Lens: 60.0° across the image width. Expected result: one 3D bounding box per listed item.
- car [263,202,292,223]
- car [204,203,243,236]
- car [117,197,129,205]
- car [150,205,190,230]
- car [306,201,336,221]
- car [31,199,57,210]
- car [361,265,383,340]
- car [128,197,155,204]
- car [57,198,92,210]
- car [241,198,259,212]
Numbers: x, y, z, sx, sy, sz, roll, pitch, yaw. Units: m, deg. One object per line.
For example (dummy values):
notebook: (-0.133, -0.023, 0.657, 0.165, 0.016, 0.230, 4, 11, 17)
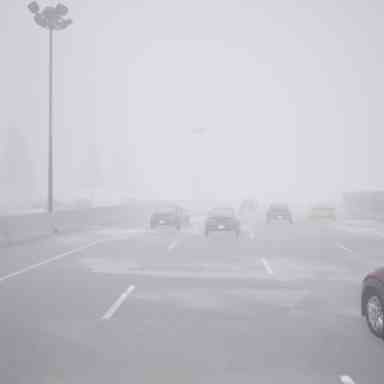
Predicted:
car: (6.637, 1.541, 25.694, 1.837, 1.490, 4.892, 0, 0, 12)
car: (1.775, 1.541, 18.591, 1.812, 1.442, 4.674, 0, 0, 9)
car: (-8.991, 1.496, 48.305, 1.837, 1.490, 4.892, 0, 0, 19)
car: (-1.342, 1.532, 21.227, 1.812, 1.442, 4.674, 0, 0, 9)
car: (10.753, 1.530, 28.043, 1.882, 1.535, 5.008, 0, 0, 13)
car: (-18.249, 1.521, 42.189, 1.994, 1.385, 4.181, 0, 0, 16)
car: (3.804, 1.367, 3.690, 2.097, 1.767, 4.553, 0, 0, 2)
car: (-6.365, 1.601, 45.235, 1.895, 1.301, 4.718, 0, 0, 18)
car: (-14.548, 1.496, 42.394, 1.812, 1.442, 4.674, 0, 0, 17)
car: (6.925, 1.550, 40.207, 1.837, 1.490, 4.892, 0, 0, 18)
